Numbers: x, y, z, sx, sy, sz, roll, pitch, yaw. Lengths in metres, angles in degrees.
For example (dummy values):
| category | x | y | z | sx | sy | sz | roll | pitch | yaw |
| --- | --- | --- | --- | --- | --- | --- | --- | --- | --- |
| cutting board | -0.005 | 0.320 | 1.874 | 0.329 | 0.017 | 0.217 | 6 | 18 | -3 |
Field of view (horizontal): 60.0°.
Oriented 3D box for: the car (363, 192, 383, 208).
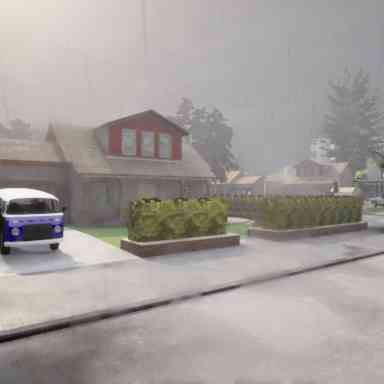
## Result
| category | x | y | z | sx | sy | sz | roll | pitch | yaw |
| --- | --- | --- | --- | --- | --- | --- | --- | --- | --- |
| car | 23.066 | 0.973 | 40.726 | 3.866 | 1.878 | 1.905 | 0 | 0 | -1 |
